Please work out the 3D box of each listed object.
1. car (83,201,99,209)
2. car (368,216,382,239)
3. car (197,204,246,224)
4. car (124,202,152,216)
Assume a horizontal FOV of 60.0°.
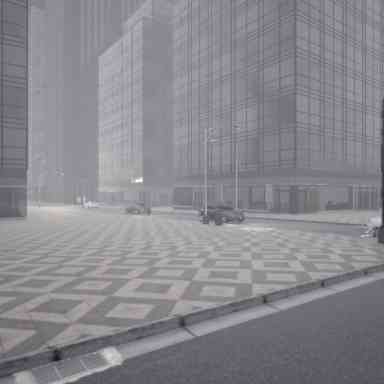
[{"bbox_3d":[-19.182,2.476,63.100,1.812,1.442,4.674,0,-1,-36],"label":"car"},{"bbox_3d":[10.218,1.582,15.047,1.812,1.442,4.674,0,-1,-18],"label":"car"},{"bbox_3d":[2.397,1.810,27.914,1.837,1.490,4.892,0,-1,-36],"label":"car"},{"bbox_3d":[-6.618,2.048,40.362,1.837,1.490,4.892,0,-1,-36],"label":"car"}]
